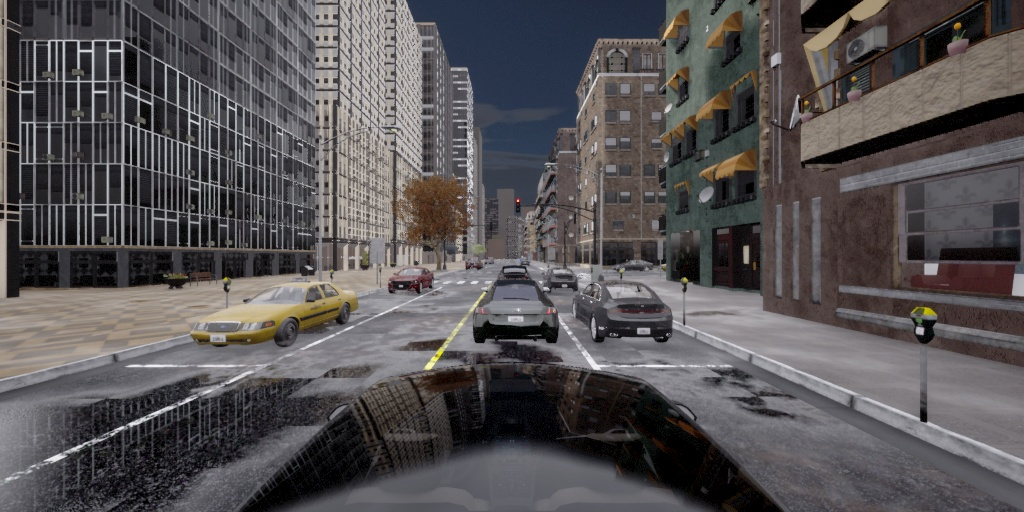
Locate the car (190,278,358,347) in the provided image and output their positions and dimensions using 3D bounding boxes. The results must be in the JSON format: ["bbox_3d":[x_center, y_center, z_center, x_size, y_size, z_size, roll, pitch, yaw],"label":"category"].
[{"bbox_3d":[-5.686,1.276,9.346,1.751,1.417,4.829,0,0,0],"label":"car"}]

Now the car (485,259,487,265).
[{"bbox_3d":[-5.655,1.356,58.492,1.948,1.339,4.313,0,0,0],"label":"car"}]

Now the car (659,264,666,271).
[{"bbox_3d":[18.857,1.006,40.037,4.829,1.417,1.751,0,0,-1],"label":"car"}]

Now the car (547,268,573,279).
[{"bbox_3d":[2.701,1.305,20.576,2.007,1.370,4.403,0,0,0],"label":"car"}]

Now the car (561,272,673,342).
[{"bbox_3d":[2.694,1.301,9.510,2.007,1.370,4.403,0,0,0],"label":"car"}]

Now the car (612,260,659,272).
[{"bbox_3d":[13.459,1.108,39.985,4.403,1.370,2.007,0,0,-1],"label":"car"}]

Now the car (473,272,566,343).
[{"bbox_3d":[0.092,1.315,9.659,1.994,1.385,4.181,0,0,0],"label":"car"}]

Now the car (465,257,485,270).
[{"bbox_3d":[-5.659,1.098,52.969,2.192,1.841,5.009,0,0,0],"label":"car"}]

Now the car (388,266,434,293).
[{"bbox_3d":[-5.679,1.299,20.582,1.888,1.381,4.507,0,0,0],"label":"car"}]

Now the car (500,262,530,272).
[{"bbox_3d":[0.116,1.259,19.708,1.837,1.490,4.892,0,0,-1],"label":"car"}]
